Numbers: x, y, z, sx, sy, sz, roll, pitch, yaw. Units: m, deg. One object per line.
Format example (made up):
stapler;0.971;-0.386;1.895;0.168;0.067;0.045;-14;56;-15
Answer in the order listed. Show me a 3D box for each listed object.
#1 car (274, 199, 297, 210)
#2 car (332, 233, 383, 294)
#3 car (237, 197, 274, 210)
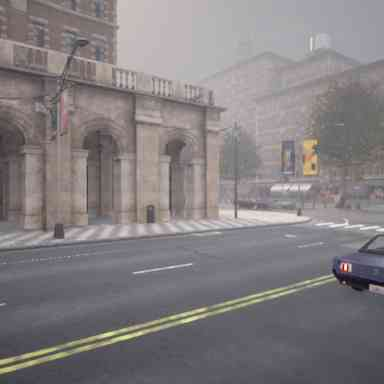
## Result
car;11.332;1.584;43.552;1.895;1.301;4.718;0;0;-36
car;5.394;1.597;7.736;4.718;1.301;1.895;0;0;-36
car;7.589;1.463;42.756;1.882;1.535;5.008;0;0;-36
